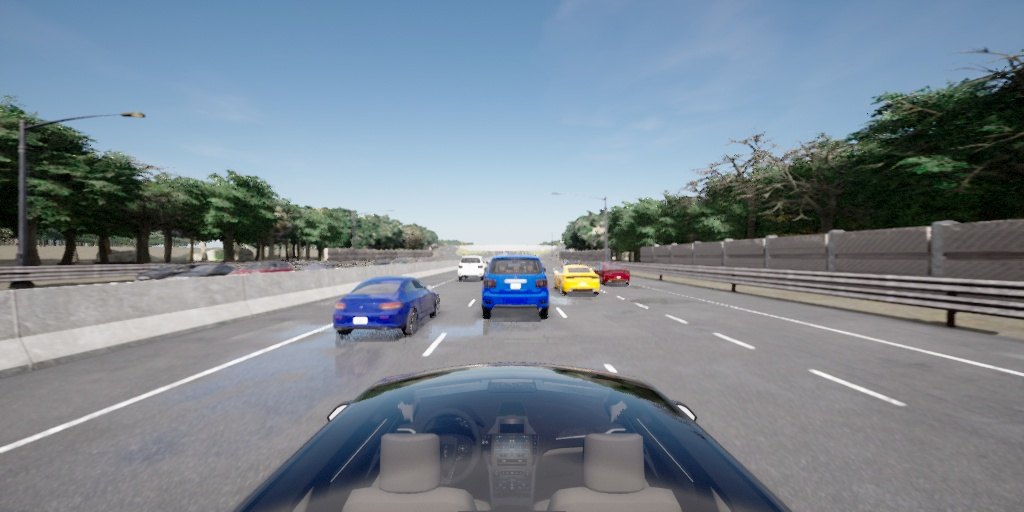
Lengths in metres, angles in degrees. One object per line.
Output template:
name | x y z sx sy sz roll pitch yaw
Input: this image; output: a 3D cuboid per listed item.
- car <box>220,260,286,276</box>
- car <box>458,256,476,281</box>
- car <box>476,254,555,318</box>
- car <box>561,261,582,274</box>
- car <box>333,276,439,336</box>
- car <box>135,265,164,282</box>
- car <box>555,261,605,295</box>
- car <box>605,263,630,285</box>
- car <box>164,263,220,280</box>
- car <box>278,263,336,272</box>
car | -17.537 1.148 25.270 2.097 1.767 4.553 0 0 0
car | -3.310 1.035 31.170 2.150 2.045 5.566 0 0 0
car | 0.115 0.993 13.265 2.150 2.045 5.566 0 0 0
car | 7.287 1.348 44.376 1.837 1.490 4.892 0 0 0
car | -3.390 1.290 10.333 1.812 1.442 4.674 0 0 0
car | -24.532 1.302 26.287 1.837 1.490 4.892 0 0 0
car | 3.536 1.267 20.250 1.882 1.535 5.008 0 0 0
car | 7.162 1.283 26.501 1.882 1.535 5.008 0 0 0
car | -21.039 1.321 25.108 1.812 1.442 4.674 0 0 0
car | -14.038 1.346 25.968 2.033 1.411 5.357 0 0 0
